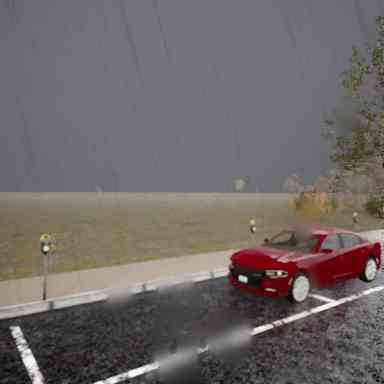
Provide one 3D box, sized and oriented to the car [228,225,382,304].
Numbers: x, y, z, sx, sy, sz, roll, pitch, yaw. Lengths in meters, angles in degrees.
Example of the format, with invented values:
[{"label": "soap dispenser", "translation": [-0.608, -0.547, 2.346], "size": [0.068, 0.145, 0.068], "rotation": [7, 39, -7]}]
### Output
[{"label": "car", "translation": [2.886, 1.540, 8.148], "size": [4.507, 1.381, 1.887], "rotation": [0, 1, -35]}]
